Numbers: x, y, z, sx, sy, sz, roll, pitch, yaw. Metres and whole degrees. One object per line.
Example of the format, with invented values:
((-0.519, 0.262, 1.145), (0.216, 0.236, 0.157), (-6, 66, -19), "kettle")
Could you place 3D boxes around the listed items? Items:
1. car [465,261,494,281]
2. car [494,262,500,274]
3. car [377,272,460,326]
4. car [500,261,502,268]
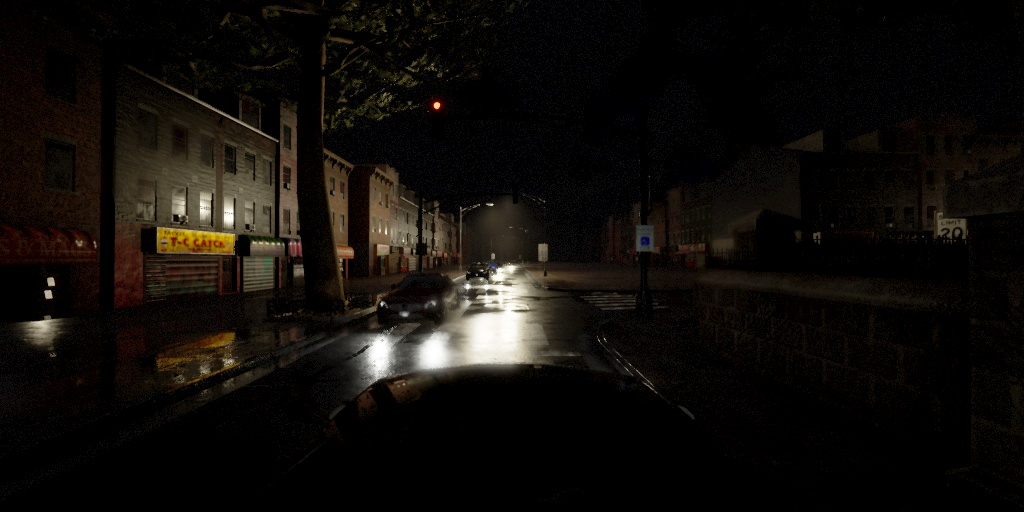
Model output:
((-2.803, 1.269, 30.844), (1.837, 1.490, 4.892), (0, 0, 0), "car")
((-2.783, 1.305, 42.682), (1.812, 1.442, 4.674), (0, 0, 0), "car")
((-2.842, 1.275, 11.828), (1.812, 1.442, 4.674), (0, 0, 0), "car")
((-2.654, 1.453, 62.778), (1.895, 1.301, 4.718), (0, 0, 0), "car")
